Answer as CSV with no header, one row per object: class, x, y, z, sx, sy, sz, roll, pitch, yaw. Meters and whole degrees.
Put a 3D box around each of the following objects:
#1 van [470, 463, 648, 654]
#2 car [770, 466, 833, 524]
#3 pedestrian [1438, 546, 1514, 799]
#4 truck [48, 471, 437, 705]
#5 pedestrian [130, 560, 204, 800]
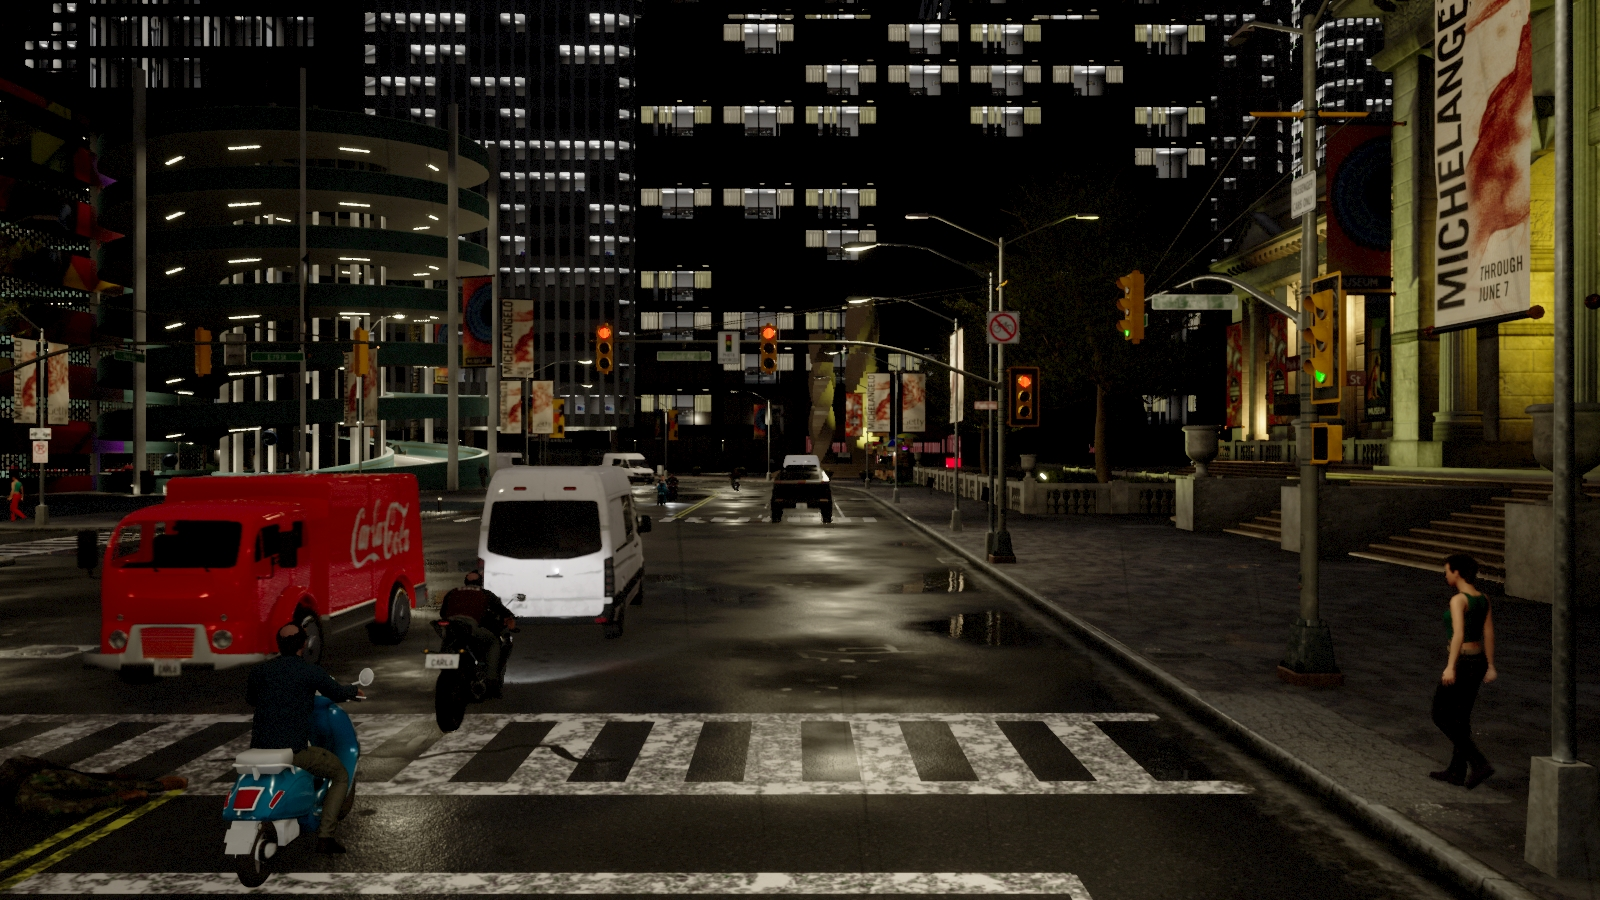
van,-3.738,1.535,18.821,1.988,2.561,5.915,0,0,-3
car,0.064,1.753,46.184,2.390,2.098,6.274,0,0,0
pedestrian,5.246,1.698,8.868,0.375,1.860,0.375,0,0,-32
truck,-6.976,1.565,15.201,2.627,2.467,5.204,0,0,0
pedestrian,-5.156,1.848,9.310,0.375,1.860,0.375,0,0,18
